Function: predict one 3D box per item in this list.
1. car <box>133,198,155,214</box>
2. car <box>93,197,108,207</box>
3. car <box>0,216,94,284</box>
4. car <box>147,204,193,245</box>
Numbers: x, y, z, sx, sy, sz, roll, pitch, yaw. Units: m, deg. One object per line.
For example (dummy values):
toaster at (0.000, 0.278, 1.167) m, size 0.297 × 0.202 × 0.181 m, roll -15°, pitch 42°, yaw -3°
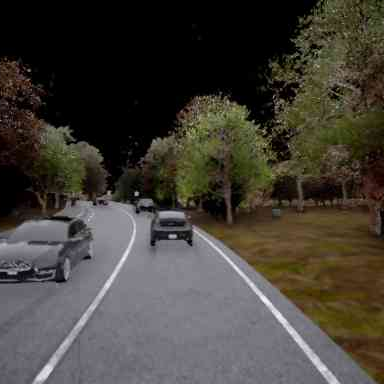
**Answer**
car at (-5.158, 1.401, 35.783) m, size 2.097 × 1.767 × 4.553 m, roll 1°, pitch 0°, yaw -15°
car at (-14.016, 1.490, 50.794) m, size 1.994 × 1.385 × 4.181 m, roll 2°, pitch 0°, yaw -20°
car at (-4.141, 1.512, 9.700) m, size 1.837 × 1.490 × 4.892 m, roll 0°, pitch 0°, yaw -5°
car at (-1.058, 1.536, 15.770) m, size 1.837 × 1.490 × 4.892 m, roll 1°, pitch 0°, yaw -7°
